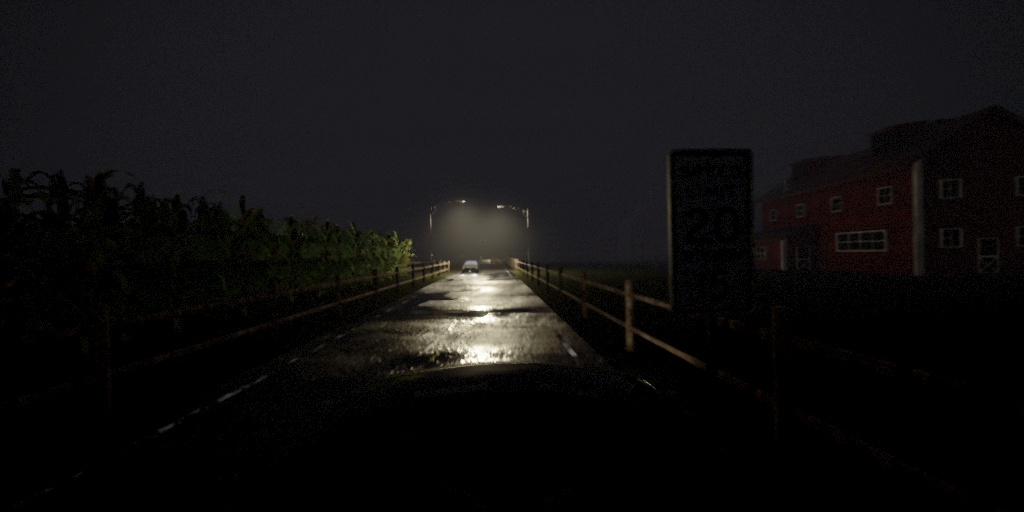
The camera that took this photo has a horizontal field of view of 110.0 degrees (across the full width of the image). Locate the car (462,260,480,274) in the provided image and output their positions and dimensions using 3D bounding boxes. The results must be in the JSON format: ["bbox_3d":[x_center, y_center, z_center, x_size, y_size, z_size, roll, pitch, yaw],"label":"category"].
[{"bbox_3d":[-4.597,1.199,40.673,2.033,1.411,5.357,-1,0,-3],"label":"car"}]
